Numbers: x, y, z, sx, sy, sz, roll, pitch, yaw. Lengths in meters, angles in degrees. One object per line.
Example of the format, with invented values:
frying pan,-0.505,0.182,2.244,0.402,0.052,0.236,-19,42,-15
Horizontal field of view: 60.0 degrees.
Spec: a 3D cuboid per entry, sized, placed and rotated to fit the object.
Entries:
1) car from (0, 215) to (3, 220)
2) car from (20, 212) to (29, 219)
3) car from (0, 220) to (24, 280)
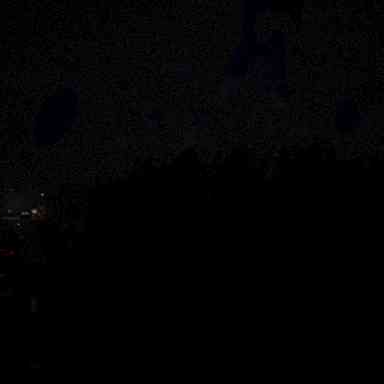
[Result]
car,-22.798,3.048,37.811,2.097,1.767,4.553,4,-4,-26
car,-40.325,5.795,80.152,1.994,1.385,4.181,4,-5,-26
car,-6.800,1.911,11.110,1.882,1.535,5.008,4,-4,-26
